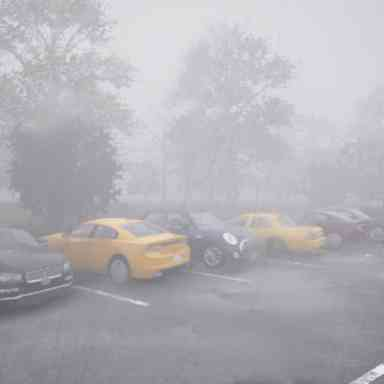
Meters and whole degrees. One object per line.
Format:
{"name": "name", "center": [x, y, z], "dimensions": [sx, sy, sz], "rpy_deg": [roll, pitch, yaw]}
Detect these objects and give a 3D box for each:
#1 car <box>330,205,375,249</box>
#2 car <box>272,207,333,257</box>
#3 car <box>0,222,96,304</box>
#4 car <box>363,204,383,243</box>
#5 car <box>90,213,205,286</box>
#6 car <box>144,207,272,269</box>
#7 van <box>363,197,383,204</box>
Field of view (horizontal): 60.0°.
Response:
{"name": "car", "center": [4.926, 1.490, 14.586], "dimensions": [5.008, 1.535, 2.097], "rpy_deg": [-1, -1, 35]}
{"name": "car", "center": [2.326, 1.491, 13.010], "dimensions": [5.366, 1.575, 1.946], "rpy_deg": [-1, -1, 35]}
{"name": "car", "center": [-4.819, 1.489, 7.789], "dimensions": [4.892, 1.521, 2.231], "rpy_deg": [-1, -1, 34]}
{"name": "car", "center": [7.374, 1.489, 16.282], "dimensions": [5.008, 1.535, 2.097], "rpy_deg": [-1, -1, 35]}
{"name": "car", "center": [-2.388, 1.493, 9.494], "dimensions": [5.008, 1.535, 2.097], "rpy_deg": [-1, -1, 35]}
{"name": "car", "center": [0.019, 1.368, 11.229], "dimensions": [4.553, 1.767, 2.185], "rpy_deg": [-1, -1, 35]}
{"name": "van", "center": [12.196, 1.263, 19.670], "dimensions": [4.442, 1.987, 1.878], "rpy_deg": [-1, -1, 36]}
